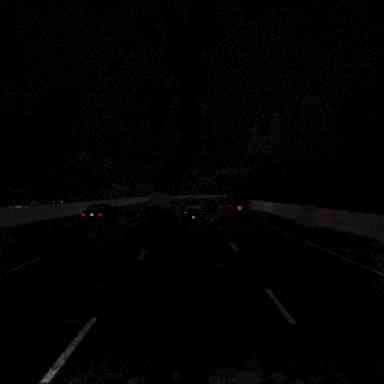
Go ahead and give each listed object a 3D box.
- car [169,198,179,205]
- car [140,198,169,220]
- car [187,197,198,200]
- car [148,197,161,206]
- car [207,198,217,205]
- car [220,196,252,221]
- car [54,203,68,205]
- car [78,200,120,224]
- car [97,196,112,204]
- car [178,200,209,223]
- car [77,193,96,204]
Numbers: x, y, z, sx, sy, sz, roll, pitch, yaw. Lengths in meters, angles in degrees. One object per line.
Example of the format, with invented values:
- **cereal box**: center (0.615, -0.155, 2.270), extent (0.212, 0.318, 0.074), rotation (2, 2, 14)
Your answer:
- **car**: center (-3.399, 1.740, 61.991), extent (1.994, 1.385, 4.181), rotation (0, 0, 0)
- **car**: center (-3.400, 1.562, 29.464), extent (1.882, 1.535, 5.008), rotation (0, 0, 0)
- **car**: center (0.102, 1.669, 62.113), extent (2.128, 1.511, 4.902), rotation (0, 0, 0)
- **car**: center (-6.898, 1.740, 61.669), extent (1.994, 1.385, 4.181), rotation (0, 0, 0)
- **car**: center (3.604, 1.779, 62.624), extent (1.895, 1.301, 4.718), rotation (0, 0, 0)
- **car**: center (3.602, 1.302, 27.802), extent (2.150, 2.045, 5.566), rotation (0, 0, 0)
- **car**: center (-24.500, 1.699, 63.055), extent (1.837, 1.490, 4.892), rotation (0, 0, 0)
- **car**: center (-6.890, 1.620, 25.341), extent (2.033, 1.411, 5.357), rotation (0, 0, 0)
- **car**: center (-17.498, 1.605, 66.511), extent (1.812, 1.442, 4.674), rotation (0, 0, 0)
- **car**: center (0.101, 1.599, 25.800), extent (1.812, 1.442, 4.674), rotation (0, 0, 0)
- **car**: center (-20.998, 1.306, 66.482), extent (2.150, 2.045, 5.566), rotation (0, 0, 0)
